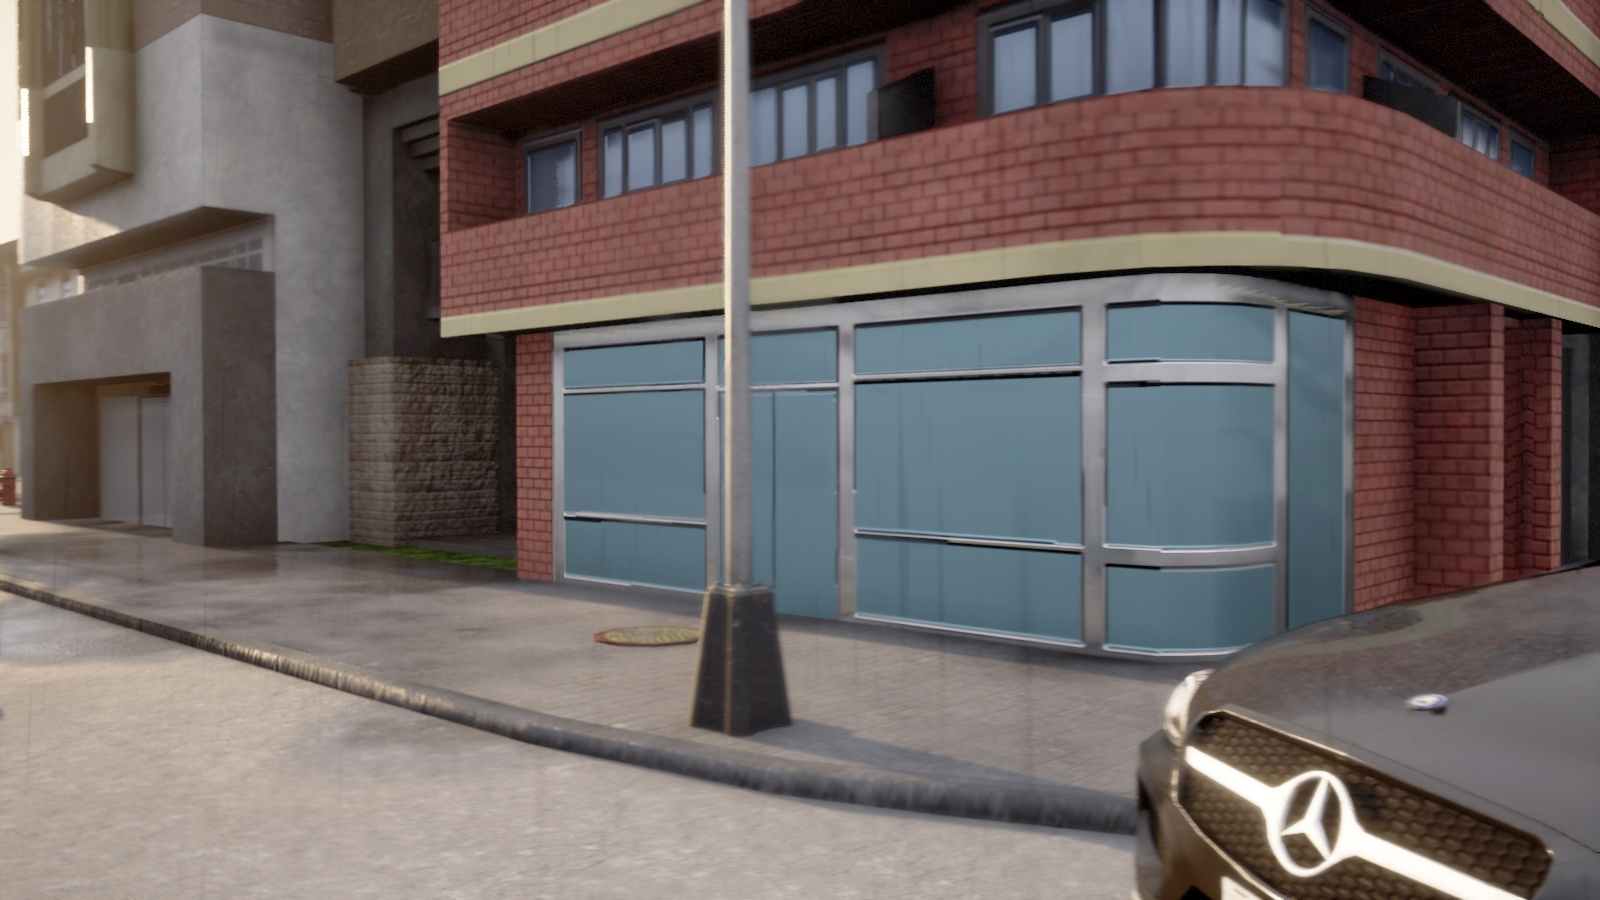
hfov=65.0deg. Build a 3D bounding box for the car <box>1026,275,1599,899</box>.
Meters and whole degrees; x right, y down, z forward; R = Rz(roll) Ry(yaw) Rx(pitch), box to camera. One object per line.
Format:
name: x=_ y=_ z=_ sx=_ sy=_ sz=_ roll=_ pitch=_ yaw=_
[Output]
car: x=3.342 y=0.576 z=3.107 sx=5.027 sy=1.651 sz=2.152 roll=0 pitch=1 yaw=-12
